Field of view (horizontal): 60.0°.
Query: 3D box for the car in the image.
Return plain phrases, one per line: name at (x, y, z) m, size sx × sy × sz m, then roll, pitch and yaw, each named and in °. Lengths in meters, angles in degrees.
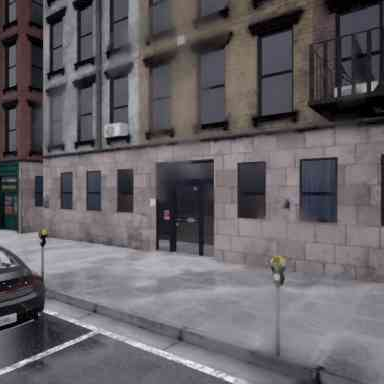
car at (-4.360, 1.550, 5.909) m, size 4.403 × 1.369 × 2.008 m, roll 0°, pitch 0°, yaw 35°
